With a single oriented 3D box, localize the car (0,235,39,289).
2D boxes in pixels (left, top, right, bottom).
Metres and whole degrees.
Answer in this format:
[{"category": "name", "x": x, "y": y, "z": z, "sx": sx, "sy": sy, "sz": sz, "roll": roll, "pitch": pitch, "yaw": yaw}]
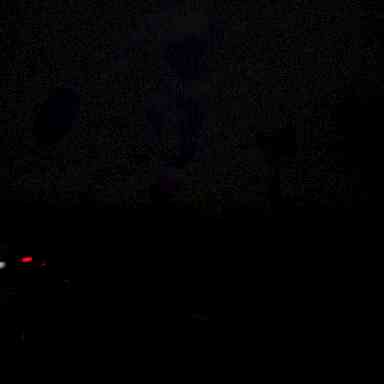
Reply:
[{"category": "car", "x": -5.889, "y": 1.502, "z": 8.069, "sx": 5.357, "sy": 1.411, "sz": 2.033, "roll": 0, "pitch": 0, "yaw": 35}]
